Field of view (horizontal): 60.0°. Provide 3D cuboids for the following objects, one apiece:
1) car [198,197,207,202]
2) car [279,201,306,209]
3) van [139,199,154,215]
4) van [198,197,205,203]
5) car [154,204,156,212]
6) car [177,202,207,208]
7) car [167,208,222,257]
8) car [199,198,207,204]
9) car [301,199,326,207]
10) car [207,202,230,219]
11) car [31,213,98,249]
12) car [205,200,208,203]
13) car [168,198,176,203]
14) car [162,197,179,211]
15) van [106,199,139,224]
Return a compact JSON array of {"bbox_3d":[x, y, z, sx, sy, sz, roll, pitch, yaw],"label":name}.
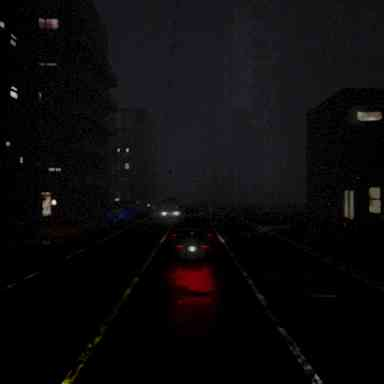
[{"bbox_3d":[2.696,2.243,75.981,1.887,1.381,4.507,-1,0,0],"label":"car"},{"bbox_3d":[16.754,2.225,55.657,4.403,1.369,2.008,0,0,1],"label":"car"},{"bbox_3d":[-5.680,1.705,37.890,1.690,1.788,3.998,-1,-1,0],"label":"van"},{"bbox_3d":[2.705,2.177,92.920,1.690,1.788,3.998,-1,0,0],"label":"van"},{"bbox_3d":[-5.673,1.966,43.468,2.008,1.369,4.403,-1,-1,0],"label":"car"},{"bbox_3d":[0.040,1.841,28.411,1.994,1.385,4.181,0,0,0],"label":"car"},{"bbox_3d":[0.030,1.642,13.513,1.837,1.490,4.892,0,0,0],"label":"car"},{"bbox_3d":[2.698,2.185,81.627,1.967,1.590,4.097,-1,0,0],"label":"car"},{"bbox_3d":[23.419,2.090,64.201,4.097,1.590,1.967,0,0,1],"label":"car"},{"bbox_3d":[2.700,1.857,32.338,1.887,1.381,4.507,-1,-1,0],"label":"car"},{"bbox_3d":[-5.692,1.679,15.397,1.752,1.417,4.829,-1,-1,0],"label":"car"},{"bbox_3d":[2.704,1.946,37.918,1.802,1.307,4.206,-1,-1,0],"label":"car"},{"bbox_3d":[-5.640,2.402,92.890,1.947,1.339,4.313,-1,0,0],"label":"car"},{"bbox_3d":[-2.977,1.678,47.512,2.150,2.045,5.566,0,-1,0],"label":"car"},{"bbox_3d":[-5.688,1.602,26.728,1.690,1.788,3.998,-1,-1,0],"label":"van"}]
